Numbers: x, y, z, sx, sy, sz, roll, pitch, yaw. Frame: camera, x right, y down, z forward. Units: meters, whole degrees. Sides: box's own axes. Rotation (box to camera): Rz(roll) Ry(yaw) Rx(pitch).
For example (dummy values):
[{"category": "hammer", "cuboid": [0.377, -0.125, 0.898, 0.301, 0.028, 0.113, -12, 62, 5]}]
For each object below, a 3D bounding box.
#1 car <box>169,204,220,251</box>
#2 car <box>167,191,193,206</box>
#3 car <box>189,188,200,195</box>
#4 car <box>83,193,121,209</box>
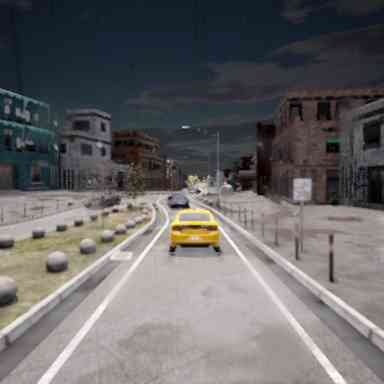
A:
[{"category": "car", "cuboid": [0.100, 1.475, 14.160, 1.882, 1.535, 5.008, 0, 0, 0]}, {"category": "car", "cuboid": [-1.499, 0.830, 34.345, 1.994, 1.385, 4.181, 0, 4, -10]}, {"category": "car", "cuboid": [0.621, -0.210, 73.401, 2.128, 1.511, 4.902, 0, 0, 12]}, {"category": "car", "cuboid": [-8.920, 0.846, 33.627, 2.033, 1.411, 5.357, 0, 4, 10]}]
